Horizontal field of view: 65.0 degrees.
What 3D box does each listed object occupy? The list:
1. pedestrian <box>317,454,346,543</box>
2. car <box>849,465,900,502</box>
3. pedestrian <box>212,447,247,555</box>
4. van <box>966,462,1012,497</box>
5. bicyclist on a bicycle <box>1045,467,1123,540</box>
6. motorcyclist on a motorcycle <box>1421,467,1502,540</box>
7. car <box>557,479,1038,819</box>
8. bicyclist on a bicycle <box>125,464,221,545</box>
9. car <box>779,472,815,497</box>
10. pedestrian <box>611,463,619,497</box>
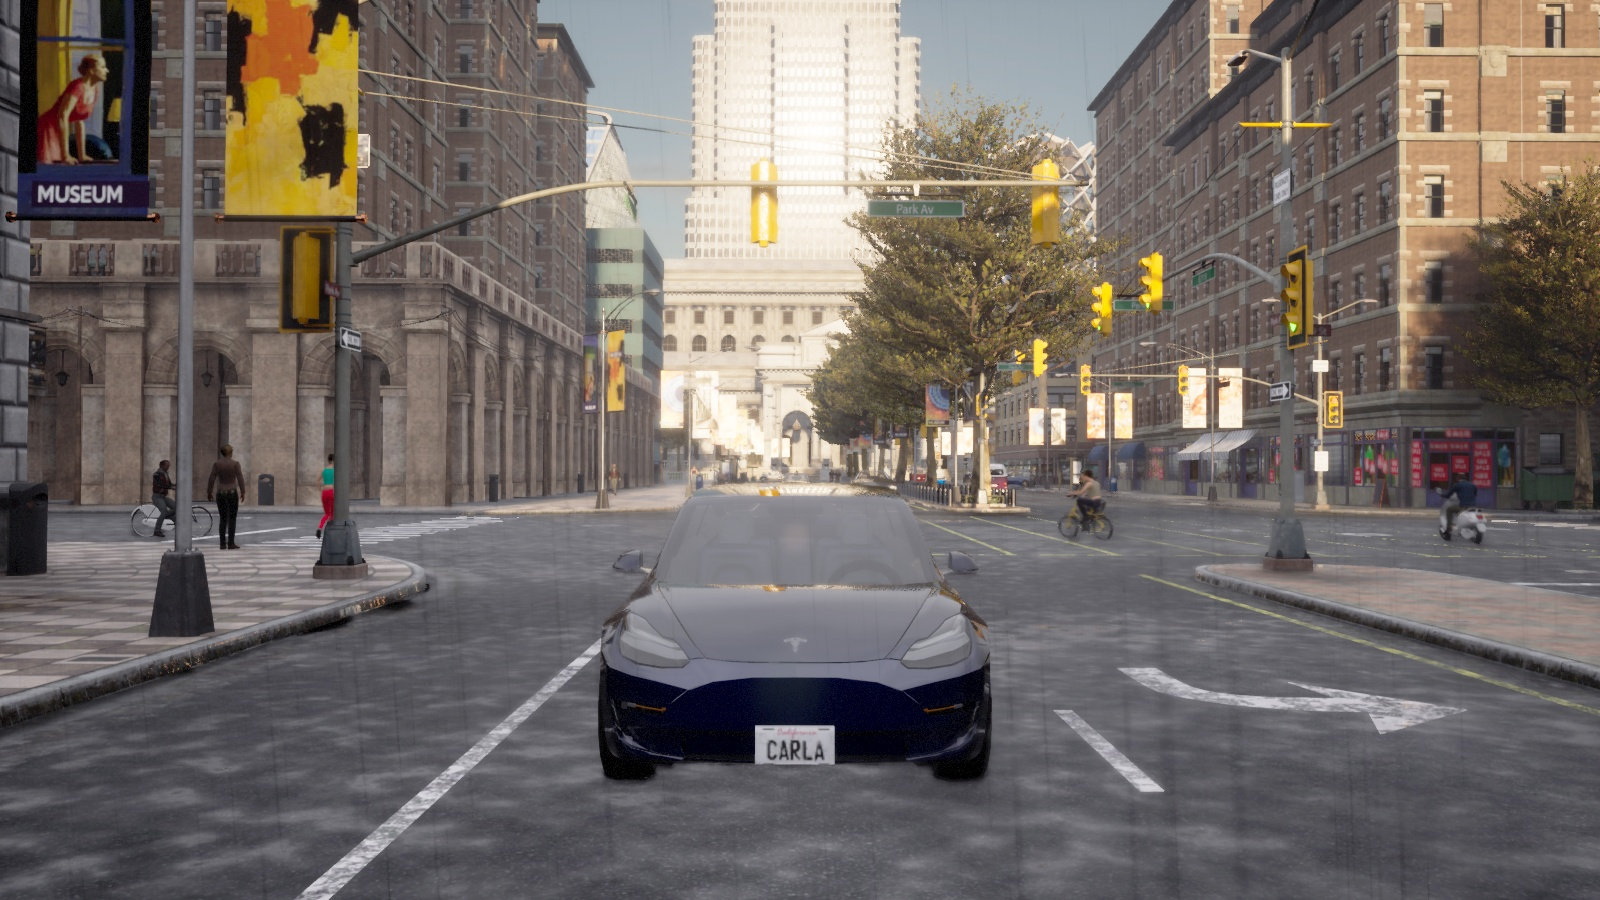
[{"bbox_3d":[-9.794,1.000,26.257,0.345,1.836,0.594,0,-1,3],"label":"pedestrian"},{"bbox_3d":[3.435,1.566,58.898,2.152,1.651,5.027,0,-1,1],"label":"car"},{"bbox_3d":[-9.950,0.878,21.896,0.331,1.846,0.634,0,-1,-2],"label":"pedestrian"},{"bbox_3d":[11.317,1.759,75.584,2.069,2.038,4.480,0,-1,0],"label":"van"},{"bbox_3d":[6.510,1.209,28.860,0.866,1.612,1.509,0,-1,-41],"label":"bicyclist on a bicycle"},{"bbox_3d":[14.931,1.184,28.407,0.866,1.590,1.817,0,-1,0],"label":"motorcyclist on a motorcycle"},{"bbox_3d":[-0.020,0.950,8.059,2.163,1.488,4.792,0,-1,0],"label":"car"},{"bbox_3d":[-14.120,1.216,28.301,1.843,1.776,0.659,0,-1,0],"label":"bicyclist on a bicycle"},{"bbox_3d":[-0.185,2.103,76.897,2.163,1.488,4.792,0,-1,0],"label":"car"},{"bbox_3d":[-10.207,1.672,69.244,0.376,1.854,0.720,0,-1,0],"label":"pedestrian"}]
